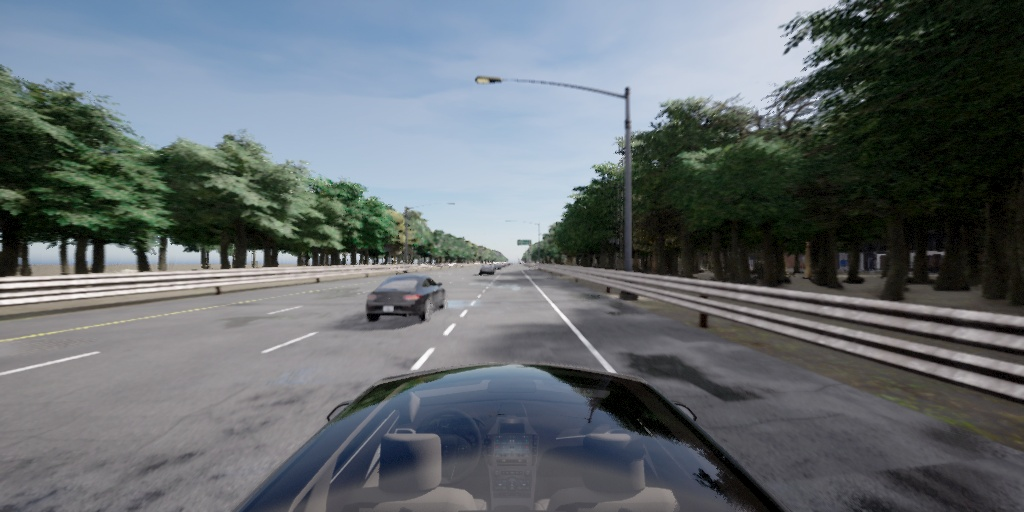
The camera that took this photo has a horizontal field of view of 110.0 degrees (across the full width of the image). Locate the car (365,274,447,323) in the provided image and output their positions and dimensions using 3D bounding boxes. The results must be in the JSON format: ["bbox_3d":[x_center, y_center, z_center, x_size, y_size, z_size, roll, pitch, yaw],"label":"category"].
[{"bbox_3d":[-3.492,1.353,12.444,1.812,1.442,4.674,0,0,0],"label":"car"}]

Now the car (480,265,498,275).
[{"bbox_3d":[-3.372,1.887,49.593,1.994,1.385,4.181,0,-1,0],"label":"car"}]
